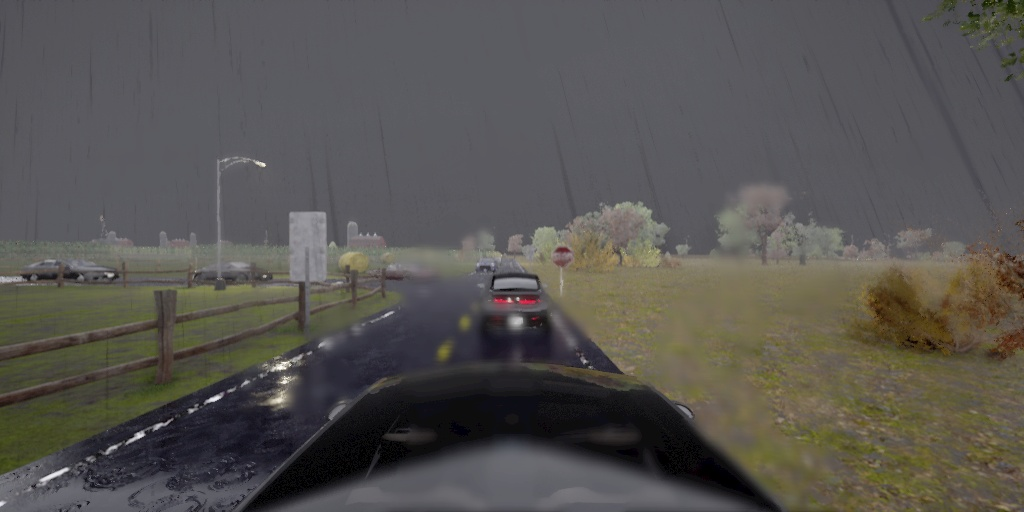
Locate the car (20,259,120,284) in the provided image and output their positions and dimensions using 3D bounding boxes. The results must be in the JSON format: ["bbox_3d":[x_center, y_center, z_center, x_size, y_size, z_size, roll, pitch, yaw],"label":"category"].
[{"bbox_3d":[-28.178,0.975,22.978,4.902,1.511,2.128,0,1,-1],"label":"car"}]

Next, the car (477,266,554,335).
[{"bbox_3d":[0.064,1.212,10.415,1.837,1.490,4.892,0,0,-1],"label":"car"}]

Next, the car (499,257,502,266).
[{"bbox_3d":[-2.849,1.089,50.636,2.033,1.411,5.357,0,0,0],"label":"car"}]

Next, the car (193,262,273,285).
[{"bbox_3d":[-17.894,1.117,23.090,4.181,1.385,1.994,0,1,0],"label":"car"}]

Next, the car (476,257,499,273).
[{"bbox_3d":[-2.858,0.932,40.402,2.097,1.767,4.553,0,0,0],"label":"car"}]

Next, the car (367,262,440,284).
[{"bbox_3d":[-7.724,1.138,25.380,5.357,1.411,2.033,1,1,22],"label":"car"}]
